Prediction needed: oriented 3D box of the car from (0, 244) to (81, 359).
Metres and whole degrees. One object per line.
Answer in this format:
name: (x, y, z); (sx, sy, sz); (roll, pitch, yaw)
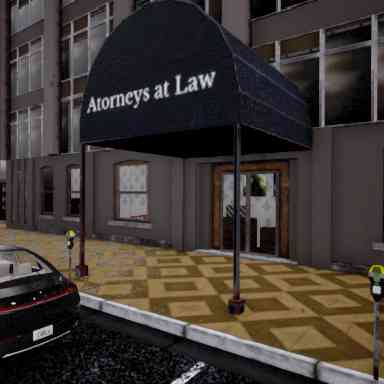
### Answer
car: (-3.663, 1.550, 5.493); (4.403, 1.369, 2.008); (0, 0, 36)
